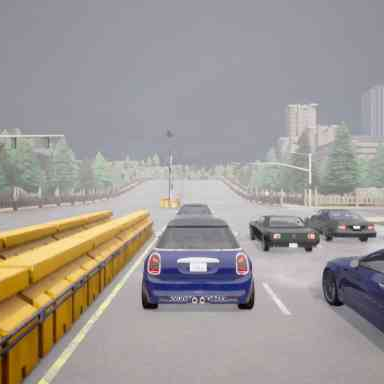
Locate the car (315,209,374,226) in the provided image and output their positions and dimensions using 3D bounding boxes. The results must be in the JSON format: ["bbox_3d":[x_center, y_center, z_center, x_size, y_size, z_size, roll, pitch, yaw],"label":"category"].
[{"bbox_3d":[7.108,1.547,16.559,2.033,1.411,5.357,0,0,4],"label":"car"}]

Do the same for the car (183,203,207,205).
[{"bbox_3d":[0.133,1.351,16.949,2.097,1.767,4.553,0,0,0],"label":"car"}]

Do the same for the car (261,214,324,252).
[{"bbox_3d":[3.624,1.600,13.984,1.895,1.301,4.718,0,0,1],"label":"car"}]

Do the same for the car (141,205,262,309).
[{"bbox_3d":[0.115,1.352,8.013,2.097,1.767,4.553,0,0,0],"label":"car"}]

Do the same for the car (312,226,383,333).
[{"bbox_3d":[3.613,1.525,5.044,1.812,1.442,4.674,0,0,0],"label":"car"}]
